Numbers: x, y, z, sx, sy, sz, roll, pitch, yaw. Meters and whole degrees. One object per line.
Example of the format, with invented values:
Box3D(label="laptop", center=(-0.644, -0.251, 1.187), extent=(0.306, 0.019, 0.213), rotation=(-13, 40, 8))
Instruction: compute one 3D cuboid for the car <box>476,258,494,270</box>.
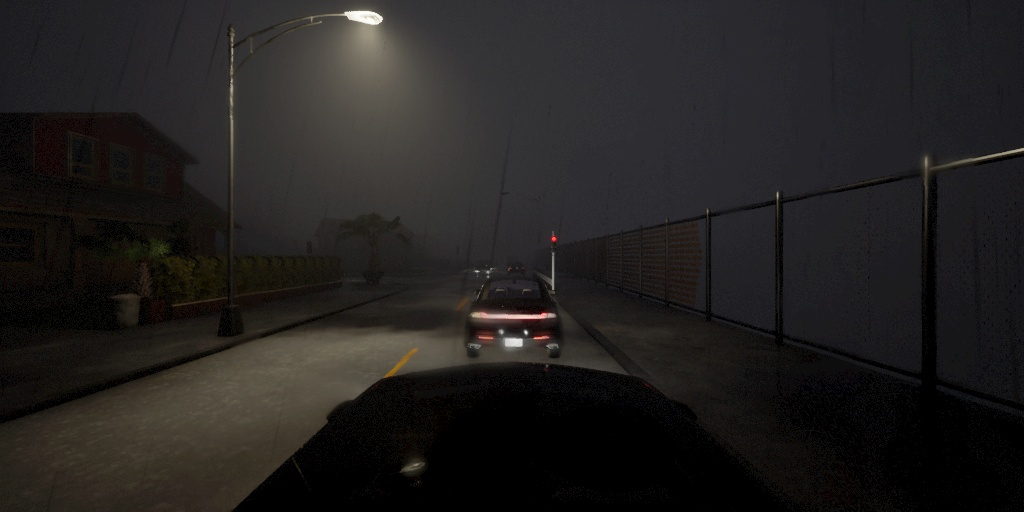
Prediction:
Box3D(label="car", center=(-4.092, 1.255, 51.831), extent=(1.837, 1.490, 4.892), rotation=(0, 0, 0))

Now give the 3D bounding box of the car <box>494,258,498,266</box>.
Box3D(label="car", center=(-4.072, 1.297, 61.697), extent=(2.033, 1.411, 5.357), rotation=(0, 0, 0))

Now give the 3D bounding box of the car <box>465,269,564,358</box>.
Box3D(label="car", center=(0.055, 1.242, 8.445), extent=(2.128, 1.511, 4.902), rotation=(0, 0, 0))

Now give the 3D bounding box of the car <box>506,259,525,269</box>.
Box3D(label="car", center=(0.391, 1.297, 39.321), extent=(2.033, 1.411, 5.357), rotation=(0, 0, -3))

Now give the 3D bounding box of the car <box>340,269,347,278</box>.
Box3D(label="car", center=(-15.821, 1.255, 28.662), extent=(4.892, 1.490, 1.837), rotation=(0, 0, 0))
